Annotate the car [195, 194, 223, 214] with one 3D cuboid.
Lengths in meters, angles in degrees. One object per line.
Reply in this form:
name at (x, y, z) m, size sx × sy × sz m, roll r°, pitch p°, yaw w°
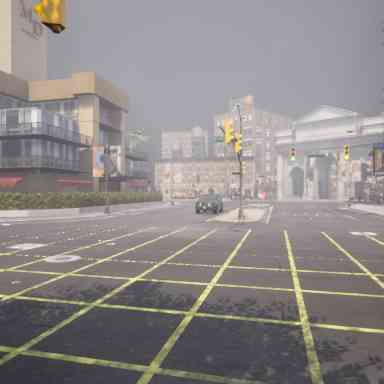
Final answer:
car at (1.956, 1.221, 35.833) m, size 2.150 × 2.045 × 5.566 m, roll 0°, pitch 0°, yaw 15°
